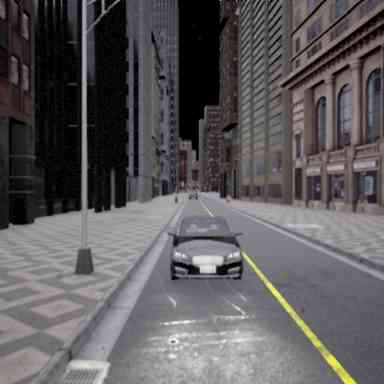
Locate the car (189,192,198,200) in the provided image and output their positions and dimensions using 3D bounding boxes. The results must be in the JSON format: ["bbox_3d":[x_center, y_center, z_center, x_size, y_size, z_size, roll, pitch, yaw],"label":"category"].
[{"bbox_3d":[0.365,0.947,81.461,2.150,2.045,5.566,0,0,0],"label":"car"}]

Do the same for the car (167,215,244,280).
[{"bbox_3d":[0.358,1.480,9.991,2.128,1.511,4.902,0,0,0],"label":"car"}]
